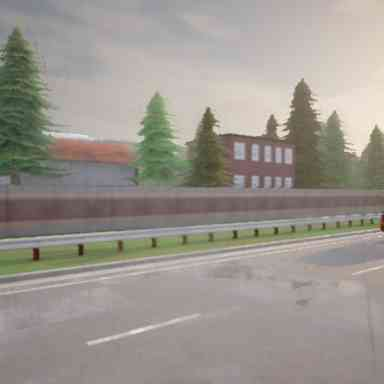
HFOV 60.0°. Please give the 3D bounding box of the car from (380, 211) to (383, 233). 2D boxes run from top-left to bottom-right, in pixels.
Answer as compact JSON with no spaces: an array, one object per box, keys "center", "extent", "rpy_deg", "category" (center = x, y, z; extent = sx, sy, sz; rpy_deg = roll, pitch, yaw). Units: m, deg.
[{"center":[11.326,1.282,16.129],"extent":[5.566,2.045,2.150],"rpy_deg":[0,0,-36],"category":"car"}]
